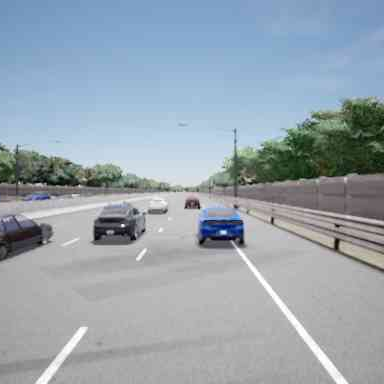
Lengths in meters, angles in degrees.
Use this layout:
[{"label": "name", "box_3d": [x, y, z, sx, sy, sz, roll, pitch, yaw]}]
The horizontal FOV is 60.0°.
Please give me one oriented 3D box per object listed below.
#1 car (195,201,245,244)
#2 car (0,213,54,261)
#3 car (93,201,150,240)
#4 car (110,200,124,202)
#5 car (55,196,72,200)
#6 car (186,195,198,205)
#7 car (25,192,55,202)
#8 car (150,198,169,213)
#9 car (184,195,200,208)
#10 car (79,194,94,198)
[{"label": "car", "box_3d": [1.217, 1.393, 15.325, 1.882, 1.535, 5.008, 0, 0, 0]}, {"label": "car", "box_3d": [-6.901, 1.479, 11.941, 2.033, 1.411, 5.357, 0, 0, 0]}, {"label": "car", "box_3d": [-3.409, 1.414, 16.280, 1.837, 1.490, 4.892, 0, 0, 0]}, {"label": "car", "box_3d": [-6.917, 1.437, 31.752, 1.895, 1.301, 4.718, 0, 0, 0]}, {"label": "car", "box_3d": [-21.064, 1.304, 54.978, 2.033, 1.411, 5.357, 0, 0, 1]}, {"label": "car", "box_3d": [-0.030, 1.285, 54.796, 1.812, 1.442, 4.674, 0, 0, 0]}, {"label": "car", "box_3d": [-24.572, 0.981, 53.328, 2.150, 2.045, 5.566, 0, 0, 1]}, {"label": "car", "box_3d": [-3.419, 1.352, 34.450, 1.812, 1.442, 4.674, 0, 0, 0]}, {"label": "car", "box_3d": [0.056, 1.273, 42.873, 1.882, 1.535, 5.008, 0, 0, 0]}, {"label": "car", "box_3d": [-17.575, 1.108, 55.294, 2.097, 1.767, 4.553, 0, 0, 1]}]
